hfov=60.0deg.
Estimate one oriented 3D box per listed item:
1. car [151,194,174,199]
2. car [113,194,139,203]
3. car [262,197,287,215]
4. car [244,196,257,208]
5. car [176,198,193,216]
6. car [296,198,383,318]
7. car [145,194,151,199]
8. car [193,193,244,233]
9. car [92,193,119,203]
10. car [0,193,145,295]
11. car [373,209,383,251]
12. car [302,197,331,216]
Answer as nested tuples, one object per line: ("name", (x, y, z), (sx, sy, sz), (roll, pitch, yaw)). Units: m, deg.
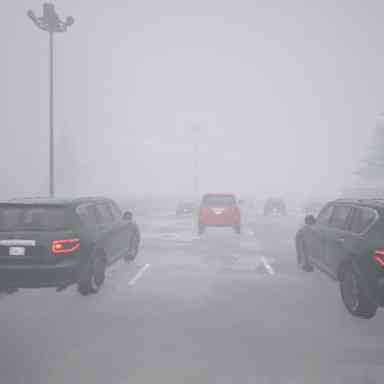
("car", (-4.202, 1.037, 52.094), (1.812, 1.442, 4.674), (0, 1, 21))
("car", (-10.760, 1.083, 54.544), (1.895, 1.301, 4.718), (0, 1, 21))
("car", (7.396, 1.221, 29.703), (1.837, 1.490, 4.892), (0, 1, 13))
("car", (6.560, 1.165, 39.928), (2.033, 1.411, 5.357), (0, 0, 18))
("car", (-0.067, 1.251, 28.462), (1.812, 1.442, 4.674), (0, 1, 12))
("car", (3.950, 1.151, 7.334), (2.150, 2.045, 5.566), (0, 1, 4))
("car", (-7.475, 1.043, 53.336), (2.033, 1.411, 5.357), (0, 1, 21))
("car", (1.625, 1.044, 18.430), (2.150, 2.045, 5.566), (0, 1, 8))
("car", (-14.279, 0.941, 55.117), (1.882, 1.535, 5.008), (0, 0, 21))
("car", (-2.961, 1.135, 8.680), (2.150, 2.045, 5.566), (0, 1, 4))
("car", (7.721, 1.407, 10.359), (1.837, 1.490, 4.892), (0, 1, 5))
("car", (10.940, 1.246, 29.525), (1.812, 1.442, 4.674), (0, 1, 14))
